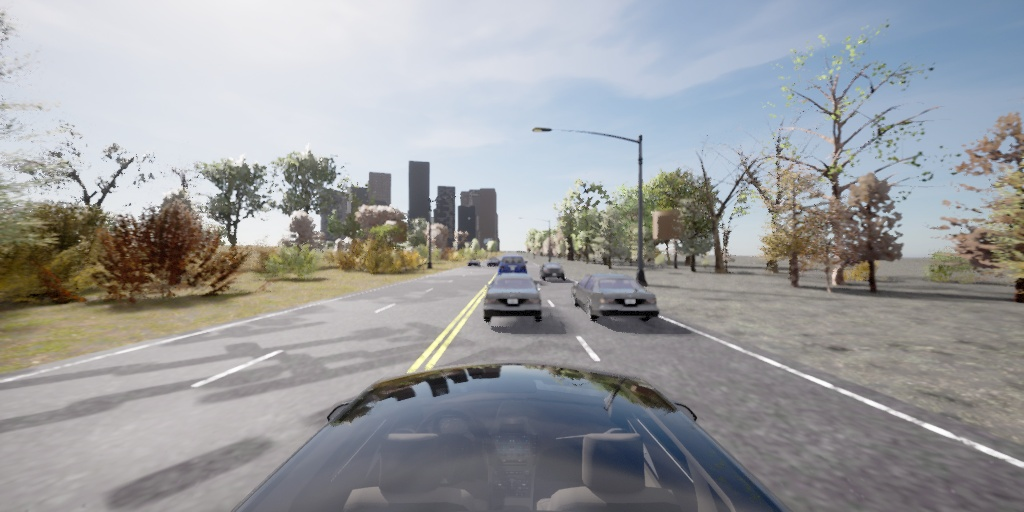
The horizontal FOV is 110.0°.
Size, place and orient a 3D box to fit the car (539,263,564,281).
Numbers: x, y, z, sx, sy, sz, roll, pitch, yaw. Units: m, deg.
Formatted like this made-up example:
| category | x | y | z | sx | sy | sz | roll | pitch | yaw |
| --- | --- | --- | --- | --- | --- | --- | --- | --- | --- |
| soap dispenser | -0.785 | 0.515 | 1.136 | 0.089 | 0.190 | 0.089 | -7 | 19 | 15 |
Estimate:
| category | x | y | z | sx | sy | sz | roll | pitch | yaw |
| --- | --- | --- | --- | --- | --- | --- | --- | --- | --- |
| car | 3.337 | 1.268 | 30.274 | 1.812 | 1.442 | 4.674 | 0 | 0 | 0 |

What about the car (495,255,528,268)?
| category | x | y | z | sx | sy | sz | roll | pitch | yaw |
| --- | --- | --- | --- | --- | --- | --- | --- | --- | --- |
| car | 0.073 | 0.971 | 28.513 | 2.150 | 2.045 | 5.566 | 0 | 0 | 1 |

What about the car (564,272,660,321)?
| category | x | y | z | sx | sy | sz | roll | pitch | yaw |
| --- | --- | --- | --- | --- | --- | --- | --- | --- | --- |
| car | 3.298 | 1.287 | 12.428 | 2.033 | 1.411 | 5.357 | 0 | 0 | 1 |

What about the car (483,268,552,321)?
| category | x | y | z | sx | sy | sz | roll | pitch | yaw |
| --- | --- | --- | --- | --- | --- | --- | --- | --- | --- |
| car | 0.040 | 1.298 | 12.431 | 2.033 | 1.411 | 5.357 | 0 | 0 | 1 |

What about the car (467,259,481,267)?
| category | x | y | z | sx | sy | sz | roll | pitch | yaw |
| --- | --- | --- | --- | --- | --- | --- | --- | --- | --- |
| car | -6.458 | 1.237 | 61.251 | 1.895 | 1.301 | 4.718 | 0 | 0 | 1 |

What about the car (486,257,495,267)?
| category | x | y | z | sx | sy | sz | roll | pitch | yaw |
| --- | --- | --- | --- | --- | --- | --- | --- | --- | --- |
| car | -3.212 | 0.988 | 61.384 | 2.097 | 1.767 | 4.553 | 0 | 0 | 1 |
